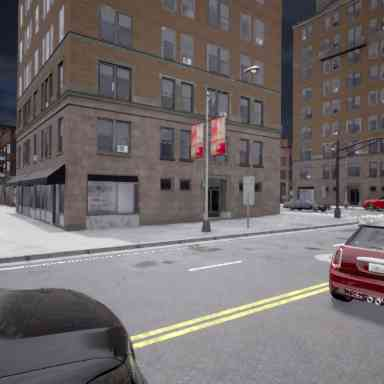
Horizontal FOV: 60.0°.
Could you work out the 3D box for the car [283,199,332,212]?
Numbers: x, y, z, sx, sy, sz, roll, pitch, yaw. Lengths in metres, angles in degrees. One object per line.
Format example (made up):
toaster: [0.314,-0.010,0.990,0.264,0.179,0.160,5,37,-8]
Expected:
car: [12.823,1.468,37.445,2.033,1.411,5.357,1,0,-36]

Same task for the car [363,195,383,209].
car: [21.852,1.253,36.429,2.150,2.045,5.566,1,0,-36]

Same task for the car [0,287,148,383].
car: [-2.846,1.221,1.405,5.566,2.045,2.150,0,0,-36]

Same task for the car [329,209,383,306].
car: [4.967,1.355,7.078,4.553,1.767,2.097,0,0,-36]

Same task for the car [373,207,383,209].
car: [10.507,1.513,15.012,4.892,1.490,1.837,0,0,-32]
